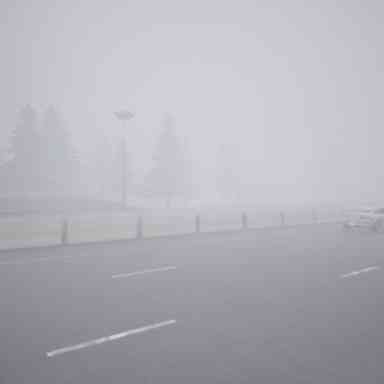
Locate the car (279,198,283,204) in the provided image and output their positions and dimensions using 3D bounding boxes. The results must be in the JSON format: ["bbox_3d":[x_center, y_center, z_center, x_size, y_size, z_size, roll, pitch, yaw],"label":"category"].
[{"bbox_3d":[19.882,2.167,77.576,1.812,1.442,4.674,0,-2,3],"label":"car"}]

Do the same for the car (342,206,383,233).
[{"bbox_3d":[10.940,1.588,20.155,4.674,1.442,1.812,1,0,-36],"label":"car"}]
